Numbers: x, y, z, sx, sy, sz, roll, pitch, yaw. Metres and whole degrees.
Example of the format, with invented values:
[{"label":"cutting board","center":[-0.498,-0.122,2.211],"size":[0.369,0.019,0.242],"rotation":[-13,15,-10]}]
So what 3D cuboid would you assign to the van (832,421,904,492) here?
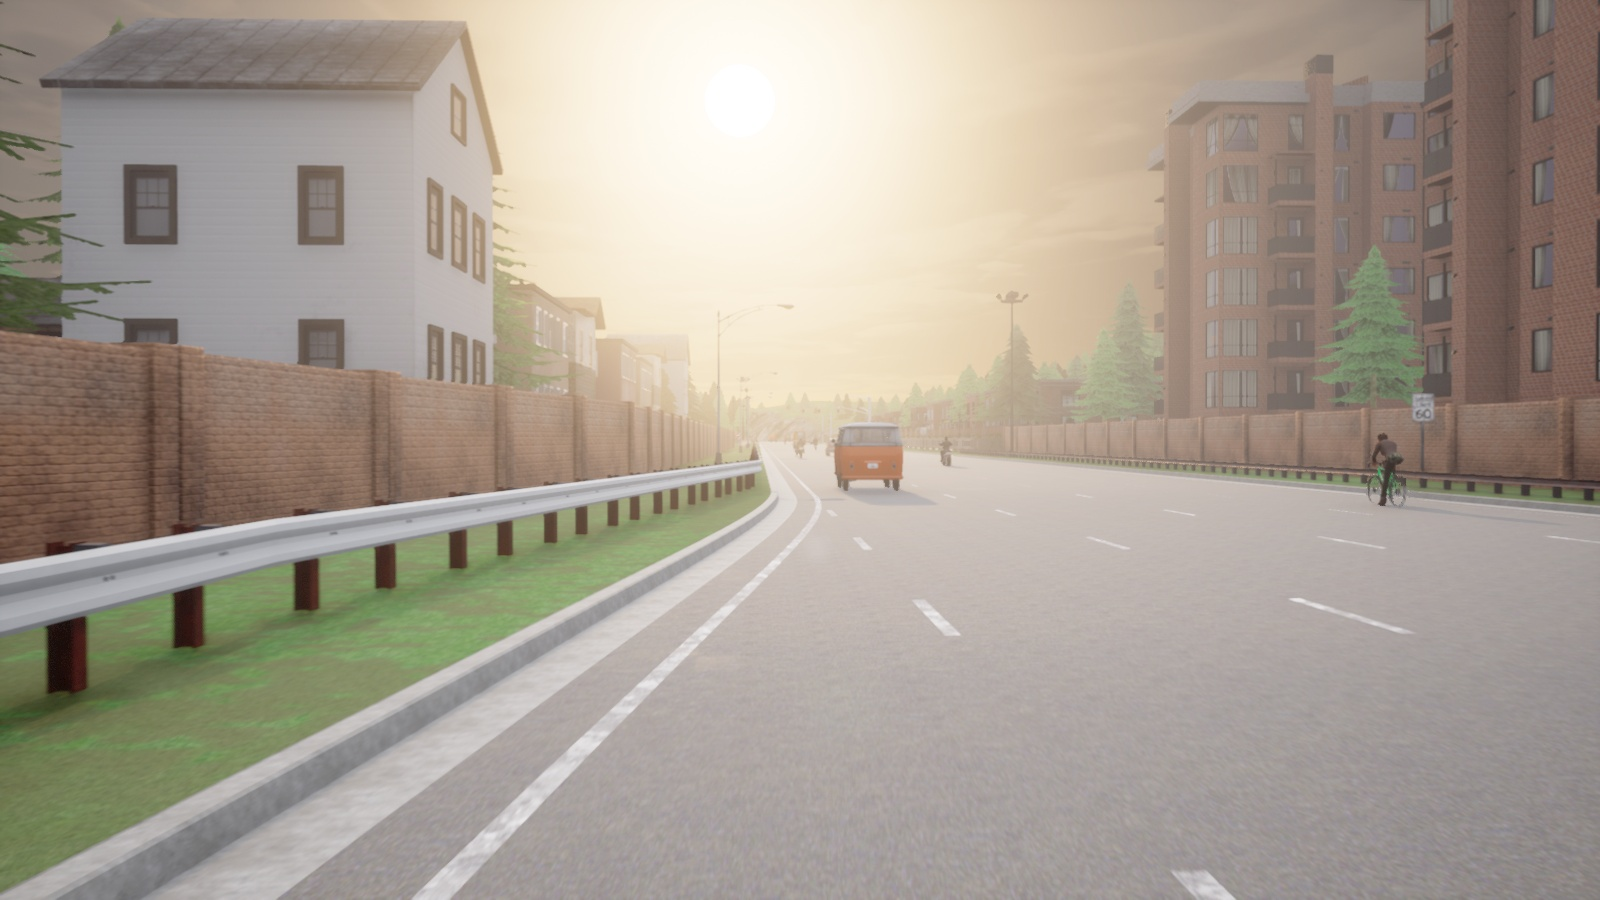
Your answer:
[{"label":"van","center":[1.956,0.158,37.352],"size":[1.775,1.987,4.442],"rotation":[0,1,-2]}]

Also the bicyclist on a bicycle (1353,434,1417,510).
[{"label":"bicyclist on a bicycle","center":[12.797,0.459,27.519],"size":[0.582,1.620,1.656],"rotation":[0,0,-2]}]
